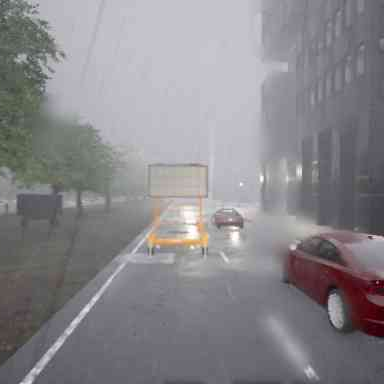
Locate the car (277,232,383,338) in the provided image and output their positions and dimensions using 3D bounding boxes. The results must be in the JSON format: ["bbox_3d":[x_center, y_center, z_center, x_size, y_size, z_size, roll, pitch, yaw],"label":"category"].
[{"bbox_3d":[3.264,1.582,6.977,1.882,1.535,5.008,0,-1,-2],"label":"car"}]

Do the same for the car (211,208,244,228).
[{"bbox_3d":[2.595,1.910,24.937,1.994,1.385,4.181,0,-1,-2],"label":"car"}]

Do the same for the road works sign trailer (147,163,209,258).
[{"bbox_3d":[-0.557,0.634,13.533,2.380,3.560,2.880,0,-1,-3],"label":"road works sign trailer"}]
